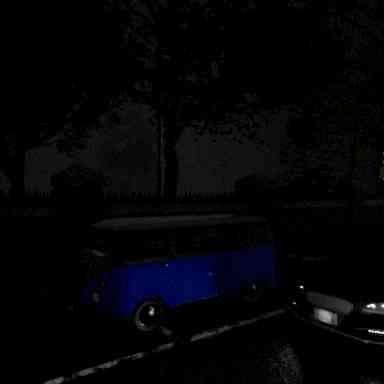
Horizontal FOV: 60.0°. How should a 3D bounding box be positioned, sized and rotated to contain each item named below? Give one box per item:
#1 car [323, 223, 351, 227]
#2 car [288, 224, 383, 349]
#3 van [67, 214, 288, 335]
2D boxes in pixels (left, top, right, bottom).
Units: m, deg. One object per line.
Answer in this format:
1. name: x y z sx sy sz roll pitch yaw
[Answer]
1. car: 4.412 1.600 9.694 4.206 1.307 1.802 0 0 -35
2. car: 3.886 1.504 6.139 4.902 1.511 2.128 0 0 -35
3. van: -0.175 1.347 6.429 3.998 1.788 1.690 0 0 -35
